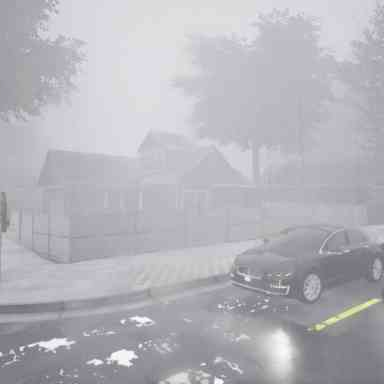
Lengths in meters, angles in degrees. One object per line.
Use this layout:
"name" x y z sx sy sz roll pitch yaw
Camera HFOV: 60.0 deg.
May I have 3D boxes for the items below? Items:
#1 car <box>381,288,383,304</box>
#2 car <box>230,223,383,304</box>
"car" 5.862 1.618 6.919 5.357 1.411 2.033 1 -1 -39
"car" 3.113 1.591 8.441 4.892 1.490 1.837 1 -1 -37
